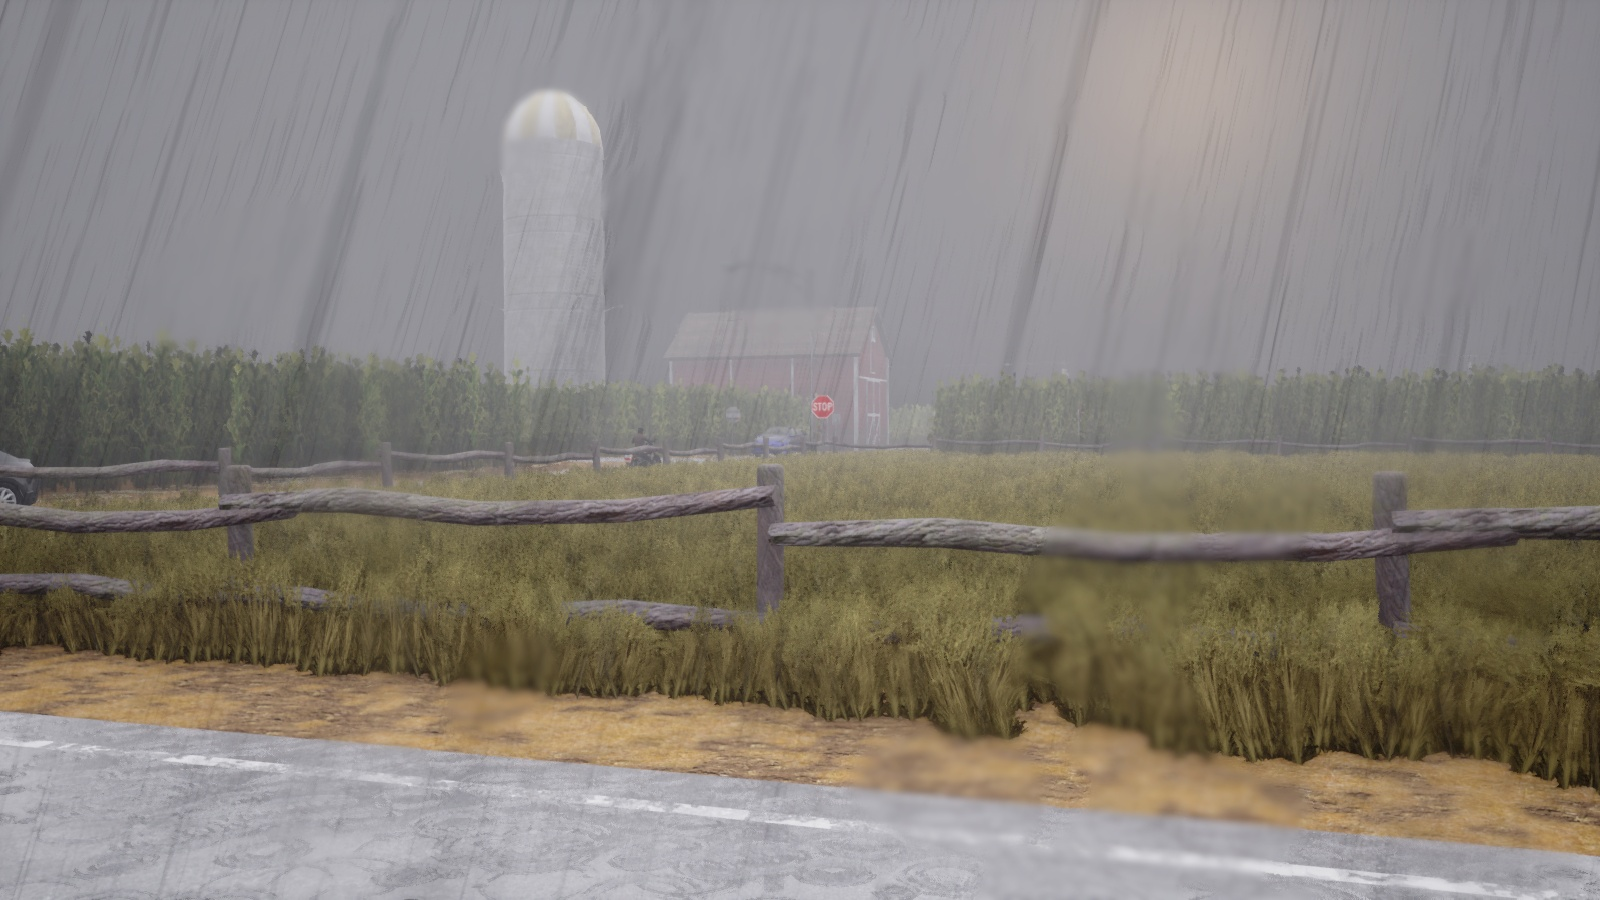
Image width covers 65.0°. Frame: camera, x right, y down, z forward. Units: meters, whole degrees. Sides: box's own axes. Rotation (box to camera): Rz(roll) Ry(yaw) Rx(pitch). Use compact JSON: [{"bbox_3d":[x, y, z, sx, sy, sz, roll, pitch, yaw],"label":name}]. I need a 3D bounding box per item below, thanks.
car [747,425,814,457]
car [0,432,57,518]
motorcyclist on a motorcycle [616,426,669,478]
[{"bbox_3d":[-0.942,-0.462,62.826,2.007,1.525,4.514,0,1,18],"label":"car"},{"bbox_3d":[-15.187,0.441,20.839,1.837,1.490,4.892,1,1,19],"label":"car"},{"bbox_3d":[-5.101,0.033,40.960,0.766,1.649,2.350,1,1,19],"label":"motorcyclist on a motorcycle"}]
